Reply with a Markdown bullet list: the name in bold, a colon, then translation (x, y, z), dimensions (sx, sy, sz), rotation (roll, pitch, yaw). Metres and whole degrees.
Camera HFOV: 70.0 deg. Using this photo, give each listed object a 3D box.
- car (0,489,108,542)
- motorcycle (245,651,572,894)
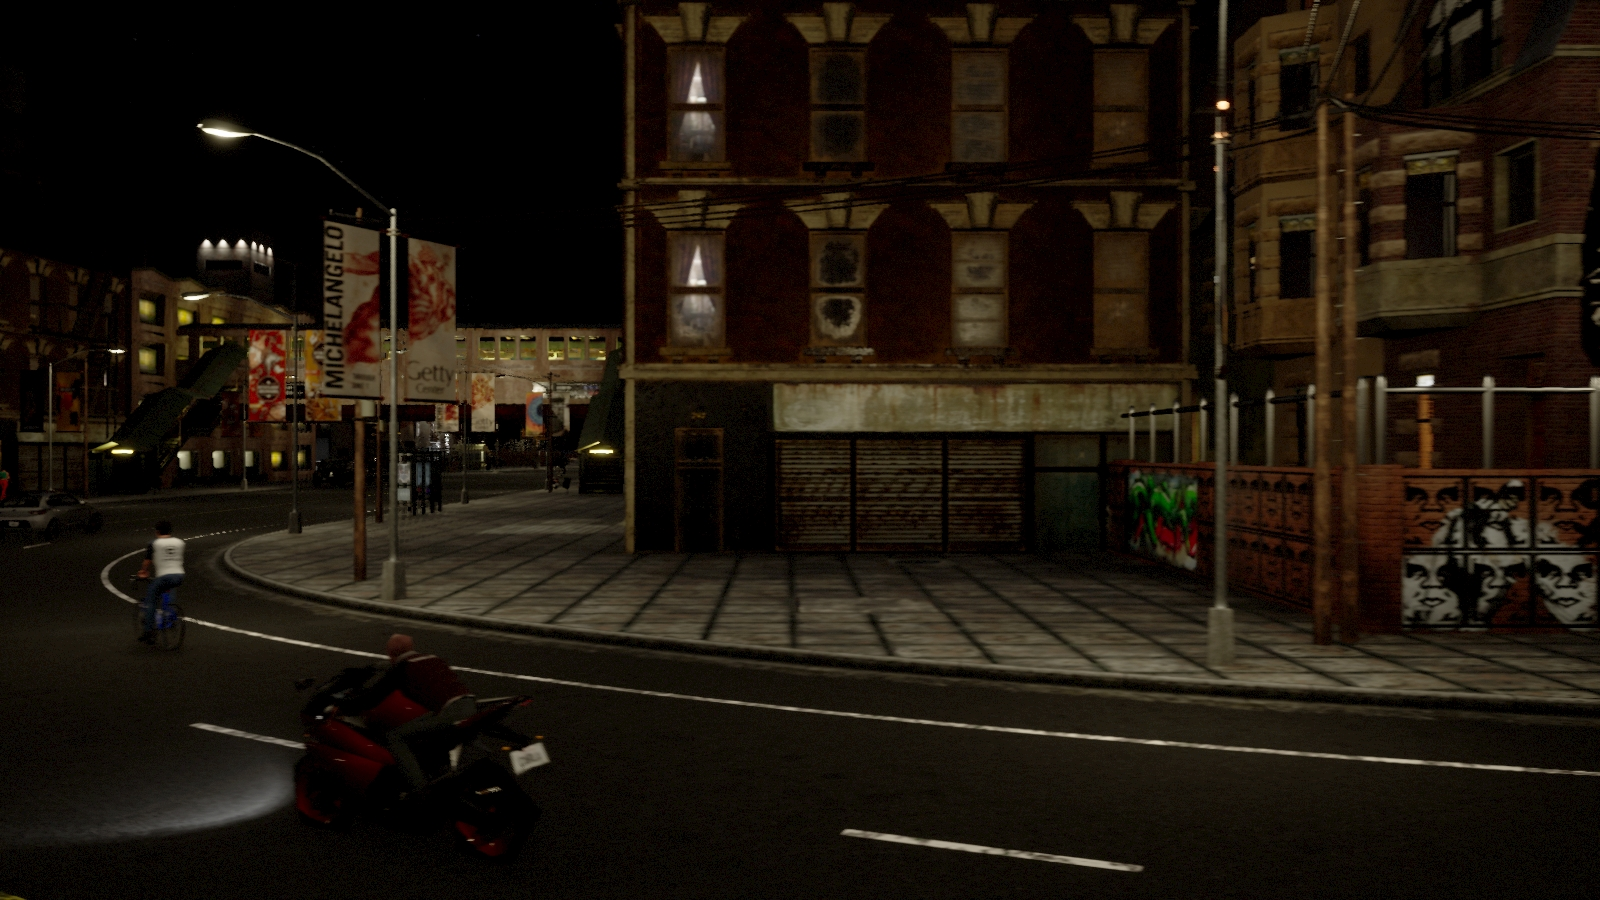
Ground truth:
- **car**: translation (-24.373, 2.071, 37.062), dimensions (1.816, 1.474, 4.193), rotation (0, 0, -8)
- **motorcycle**: translation (-2.800, 2.206, 8.136), dimensions (2.209, 1.251, 0.867), rotation (0, -1, 25)
